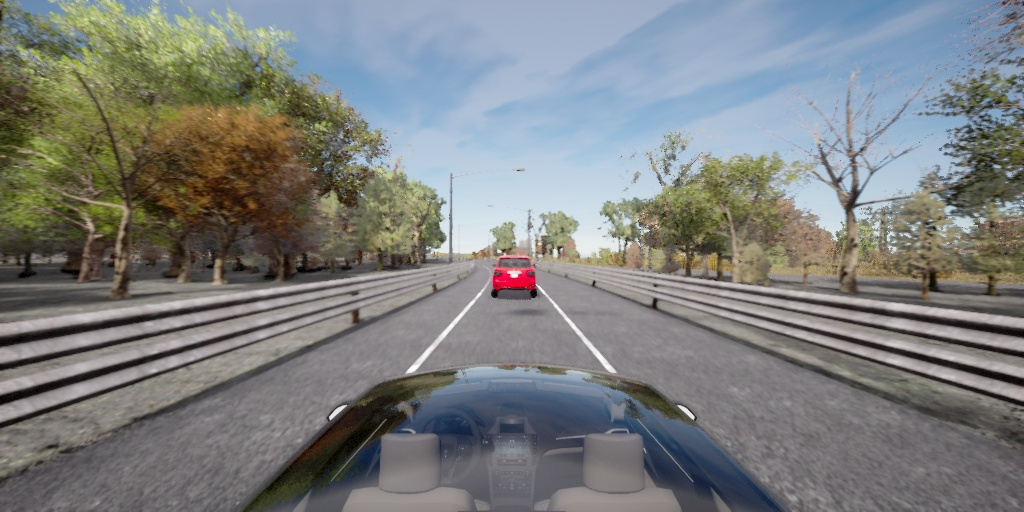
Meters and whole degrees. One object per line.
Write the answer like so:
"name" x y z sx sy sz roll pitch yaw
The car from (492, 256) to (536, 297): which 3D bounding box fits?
"car" 0.109 1.000 19.352 2.150 2.045 5.566 0 0 0
